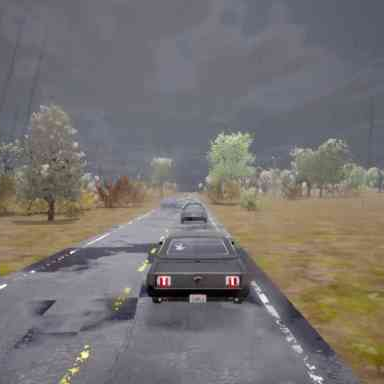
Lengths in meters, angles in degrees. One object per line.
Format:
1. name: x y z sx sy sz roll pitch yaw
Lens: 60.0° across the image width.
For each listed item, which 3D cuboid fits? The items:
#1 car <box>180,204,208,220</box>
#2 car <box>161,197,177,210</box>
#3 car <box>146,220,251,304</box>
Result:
1. car: 0.153 1.560 25.323 1.994 1.385 4.181 0 0 0
2. car: -2.993 1.462 43.438 1.882 1.535 5.008 0 0 0
3. car: 0.116 1.602 8.114 1.895 1.301 4.718 0 0 0
